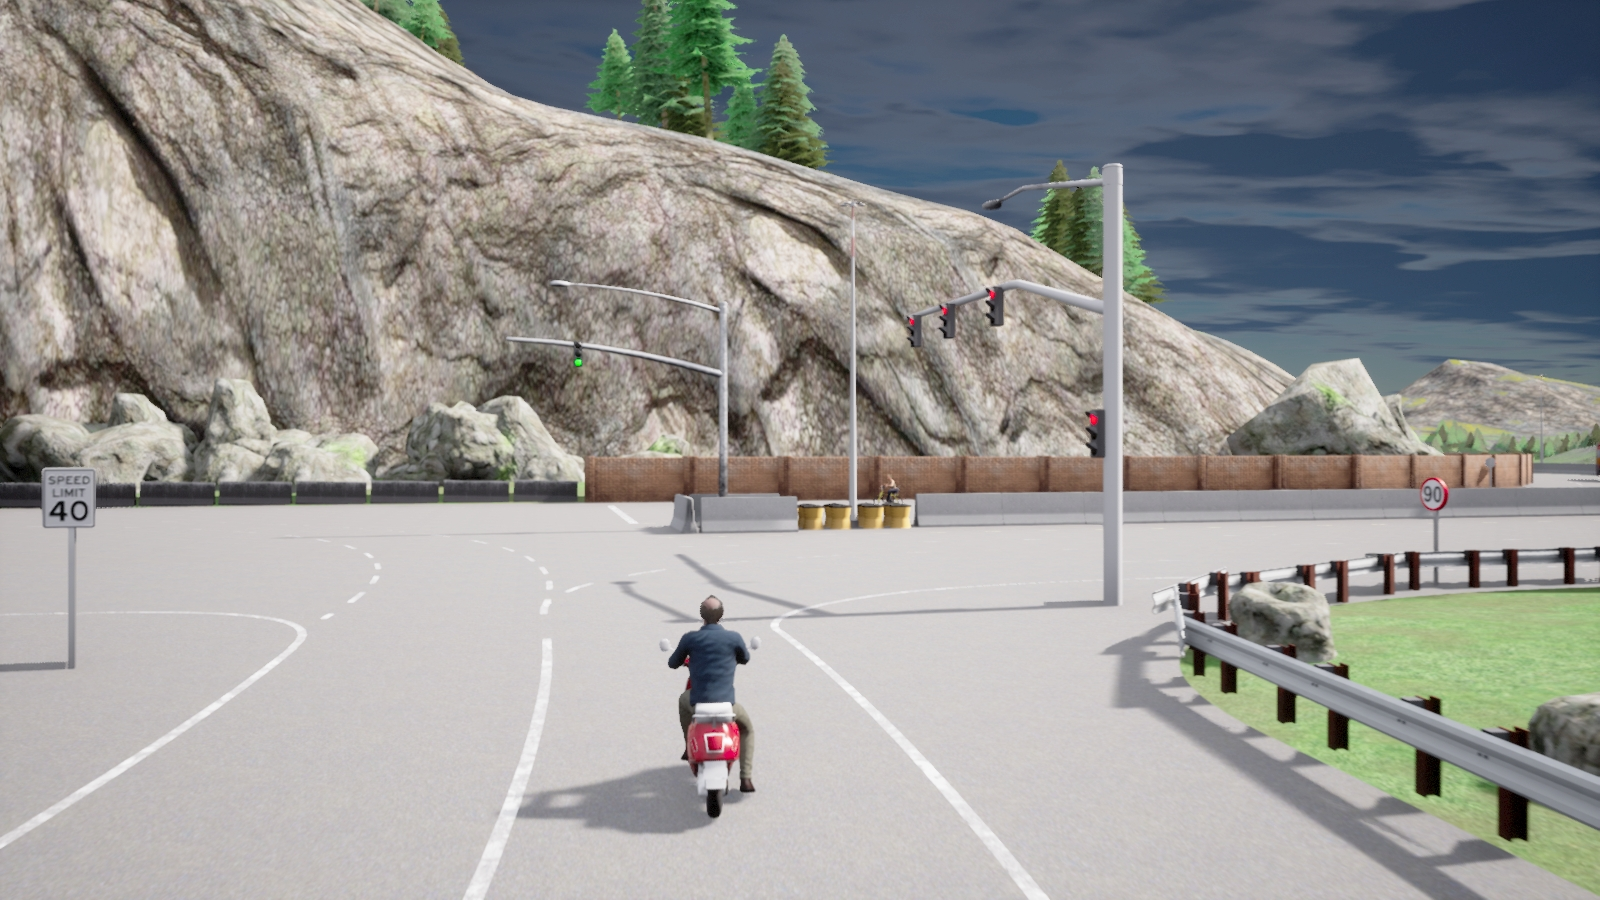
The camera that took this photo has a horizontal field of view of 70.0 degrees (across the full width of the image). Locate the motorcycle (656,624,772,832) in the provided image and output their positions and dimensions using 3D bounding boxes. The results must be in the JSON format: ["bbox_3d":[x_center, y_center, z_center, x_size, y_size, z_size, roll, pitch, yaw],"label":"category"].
[{"bbox_3d":[-0.731,2.174,9.287,0.856,1.236,1.805,0,0,-7],"label":"motorcycle"}]
